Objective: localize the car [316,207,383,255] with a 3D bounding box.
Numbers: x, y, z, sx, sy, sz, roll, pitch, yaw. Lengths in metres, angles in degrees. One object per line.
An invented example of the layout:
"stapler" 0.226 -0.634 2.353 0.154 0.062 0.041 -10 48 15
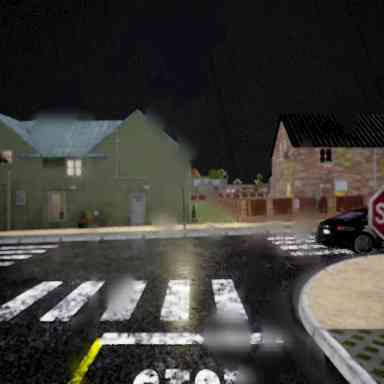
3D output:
"car" 6.428 1.207 11.295 4.181 1.385 1.994 -2 -1 -10
